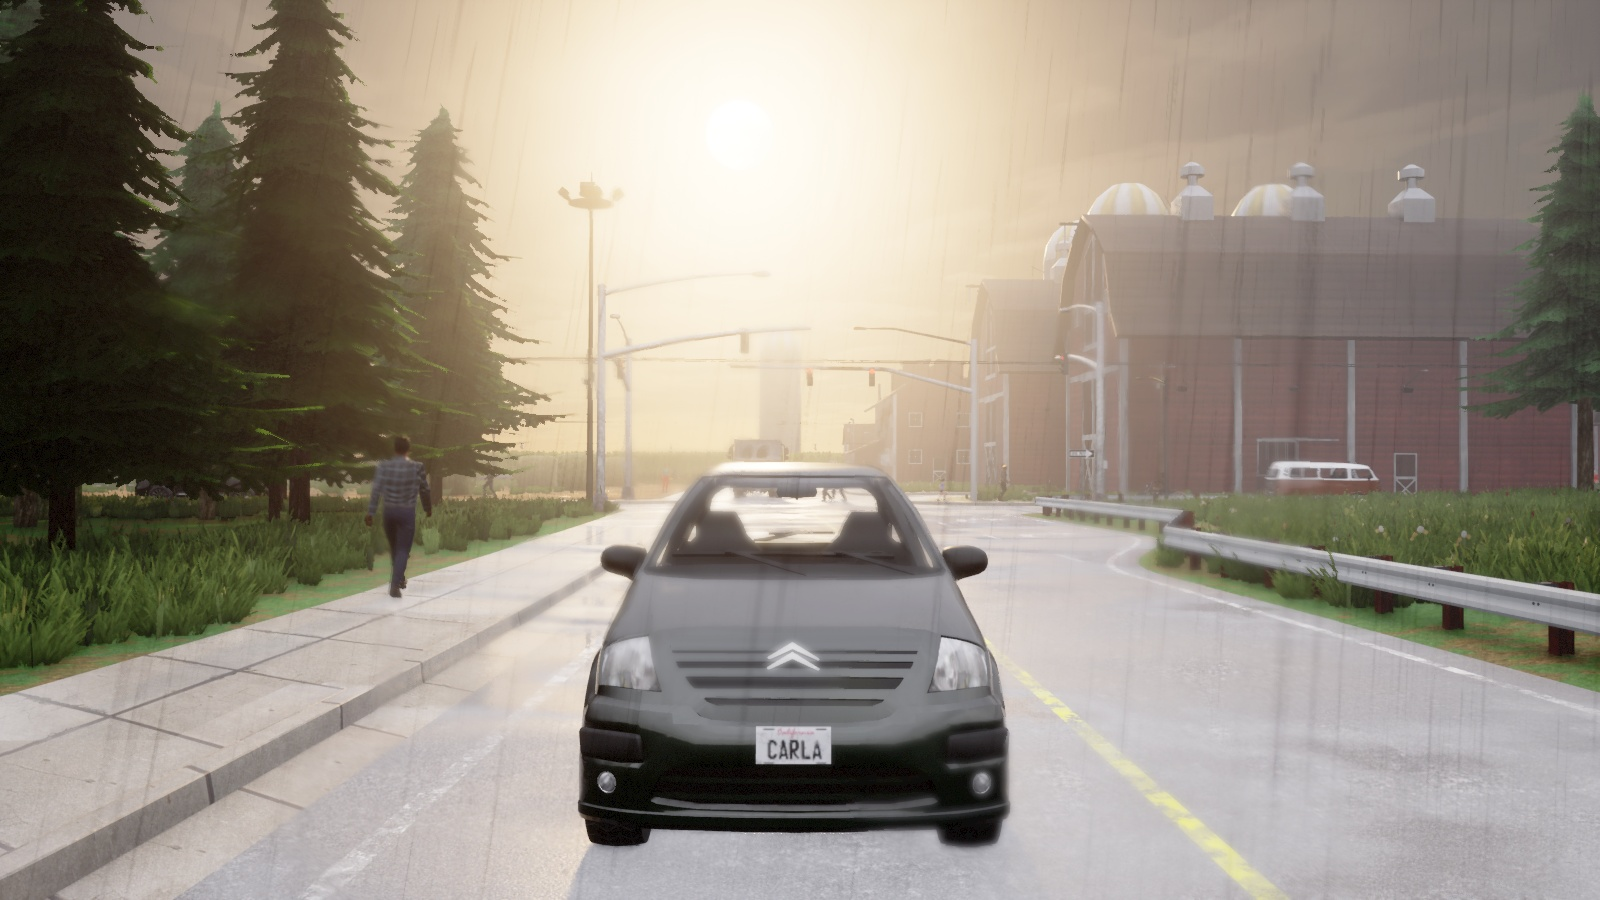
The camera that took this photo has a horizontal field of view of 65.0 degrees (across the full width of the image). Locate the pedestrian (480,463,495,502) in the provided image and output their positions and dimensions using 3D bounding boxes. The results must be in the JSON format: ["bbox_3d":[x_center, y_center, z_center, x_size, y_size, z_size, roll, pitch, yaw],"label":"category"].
[{"bbox_3d":[-14.893,1.552,59.850,0.614,1.847,0.353,0,-1,9],"label":"pedestrian"}]

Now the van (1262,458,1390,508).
[{"bbox_3d":[21.920,1.356,52.454,4.480,2.038,2.069,0,-1,-1],"label":"van"}]

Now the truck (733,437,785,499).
[{"bbox_3d":[-2.453,1.075,73.816,2.891,3.462,7.936,0,-1,-2],"label":"truck"}]

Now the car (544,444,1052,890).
[{"bbox_3d":[-0.021,0.823,6.581,1.851,1.617,3.988,0,-1,0],"label":"car"}]

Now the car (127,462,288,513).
[{"bbox_3d":[-24.170,1.518,51.378,5.566,2.045,2.150,0,-1,-1],"label":"car"}]

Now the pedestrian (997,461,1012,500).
[{"bbox_3d":[9.761,1.462,59.956,0.634,1.846,0.331,0,-1,-1],"label":"pedestrian"}]

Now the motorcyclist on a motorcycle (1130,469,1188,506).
[{"bbox_3d":[15.962,1.663,55.810,2.350,1.649,0.766,0,-1,-1],"label":"motorcyclist on a motorcycle"}]

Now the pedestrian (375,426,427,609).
[{"bbox_3d":[-4.393,0.726,13.852,0.423,1.949,0.788,0,-1,-8],"label":"pedestrian"}]
